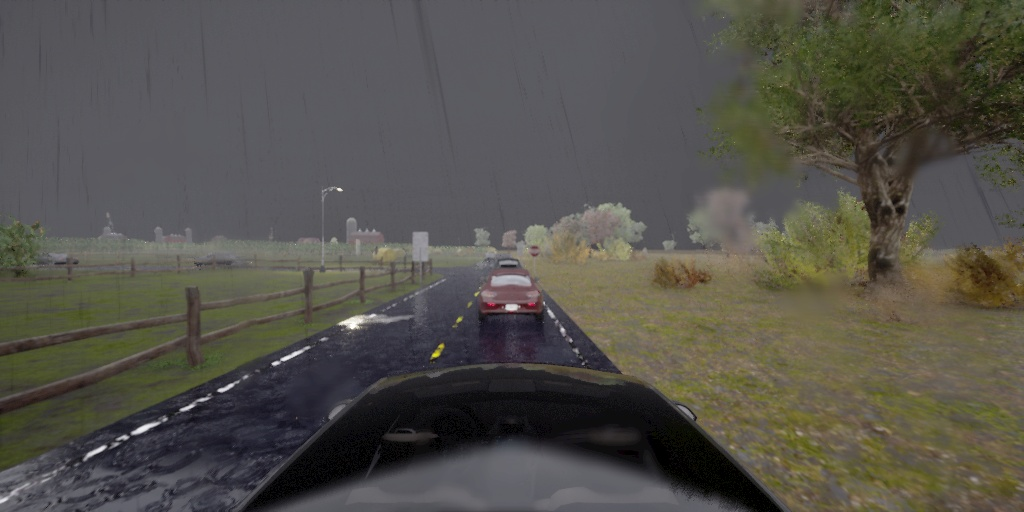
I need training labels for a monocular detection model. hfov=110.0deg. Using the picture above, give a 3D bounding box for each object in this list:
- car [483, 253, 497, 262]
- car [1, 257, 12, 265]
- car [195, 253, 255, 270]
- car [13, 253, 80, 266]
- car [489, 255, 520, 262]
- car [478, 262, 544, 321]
[{"bbox_3d":[-3.773,0.190,61.943,1.837,1.490,4.892,0,1,0],"label":"car"},{"bbox_3d":[-49.710,0.344,33.636,4.902,1.511,2.128,0,2,-1],"label":"car"},{"bbox_3d":[-27.255,0.494,34.167,4.902,1.511,2.128,0,2,-1],"label":"car"},{"bbox_3d":[-47.057,0.354,36.534,4.181,1.385,1.994,0,2,-1],"label":"car"},{"bbox_3d":[-0.259,0.883,21.986,1.837,1.490,4.892,0,1,-2],"label":"car"},{"bbox_3d":[-0.061,1.096,11.426,1.812,1.442,4.674,0,1,-1],"label":"car"}]
